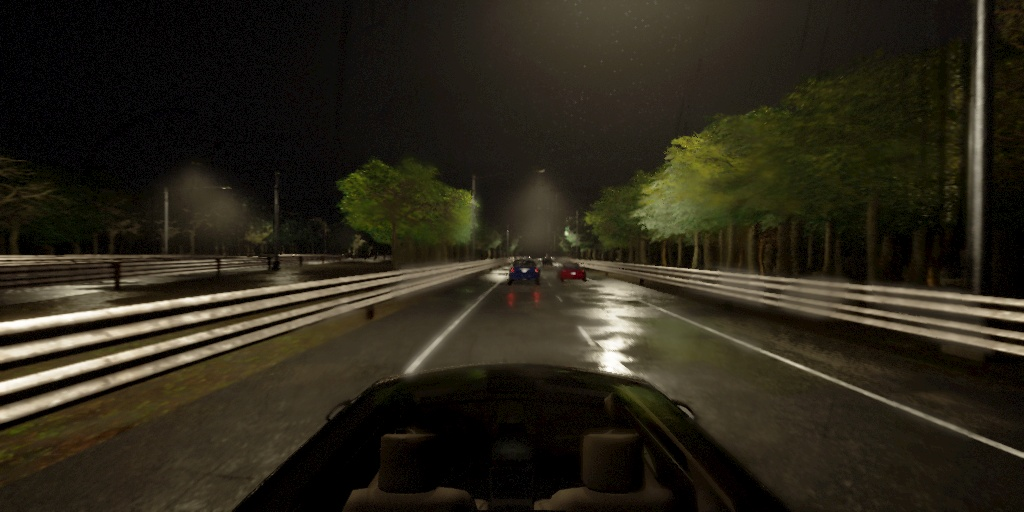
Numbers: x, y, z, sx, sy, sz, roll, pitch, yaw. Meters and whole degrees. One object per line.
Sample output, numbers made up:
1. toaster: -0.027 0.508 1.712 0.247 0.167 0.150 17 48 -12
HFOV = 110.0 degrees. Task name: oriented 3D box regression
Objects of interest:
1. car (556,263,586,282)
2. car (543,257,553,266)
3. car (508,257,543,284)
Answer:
1. car: 4.537 1.209 27.818 1.994 1.385 4.181 1 0 3
2. car: 6.219 0.997 63.552 1.837 1.490 4.892 1 1 3
3. car: 0.910 0.974 25.313 2.097 1.767 4.553 1 0 3
